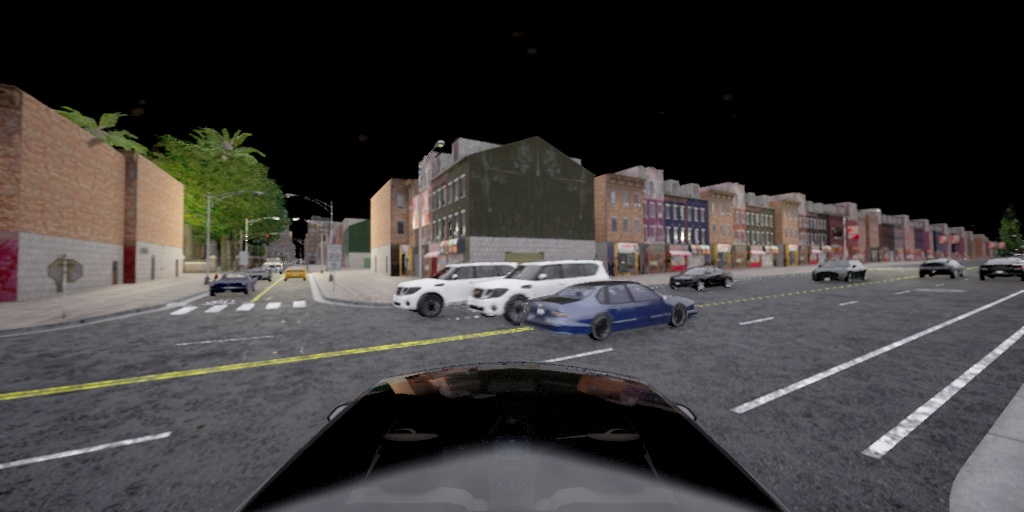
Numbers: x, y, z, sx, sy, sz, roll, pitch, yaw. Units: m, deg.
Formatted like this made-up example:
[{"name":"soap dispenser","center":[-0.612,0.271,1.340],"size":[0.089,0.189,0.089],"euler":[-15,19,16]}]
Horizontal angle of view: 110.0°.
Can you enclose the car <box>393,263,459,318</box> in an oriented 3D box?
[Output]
[{"name":"car","center":[-2.024,1.295,15.031],"size":[5.566,2.045,2.150],"euler":[0,-2,-30]}]

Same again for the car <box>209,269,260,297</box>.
[{"name":"car","center":[-17.320,1.734,22.410],"size":[1.895,1.301,4.718],"euler":[0,-1,-30]}]

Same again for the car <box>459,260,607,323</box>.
[{"name":"car","center":[1.172,1.178,13.141],"size":[5.566,2.045,2.150],"euler":[-1,-2,-30]}]

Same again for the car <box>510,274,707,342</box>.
[{"name":"car","center":[2.860,1.396,10.127],"size":[5.357,1.411,2.033],"euler":[-1,-2,-30]}]

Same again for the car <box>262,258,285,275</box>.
[{"name":"car","center":[-31.916,1.319,47.941],"size":[2.150,2.045,5.566],"euler":[0,-1,-30]}]

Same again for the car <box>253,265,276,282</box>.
[{"name":"car","center":[-24.282,1.812,34.498],"size":[1.994,1.385,4.181],"euler":[0,-1,-30]}]

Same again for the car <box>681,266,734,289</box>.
[{"name":"car","center":[12.429,1.411,23.524],"size":[5.008,1.535,1.882],"euler":[-1,-1,-30]}]

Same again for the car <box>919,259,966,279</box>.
[{"name":"car","center":[34.350,0.982,28.650],"size":[4.892,1.490,1.837],"euler":[1,-2,-30]}]

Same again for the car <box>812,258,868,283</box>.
[{"name":"car","center":[24.537,1.058,26.860],"size":[4.553,1.767,2.097],"euler":[-1,-1,-30]}]

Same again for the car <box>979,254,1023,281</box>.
[{"name":"car","center":[34.505,0.881,25.017],"size":[5.008,1.535,1.882],"euler":[-1,-1,-30]}]

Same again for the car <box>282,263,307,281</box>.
[{"name":"car","center":[-22.988,1.758,38.148],"size":[1.882,1.535,5.008],"euler":[0,-1,-30]}]
